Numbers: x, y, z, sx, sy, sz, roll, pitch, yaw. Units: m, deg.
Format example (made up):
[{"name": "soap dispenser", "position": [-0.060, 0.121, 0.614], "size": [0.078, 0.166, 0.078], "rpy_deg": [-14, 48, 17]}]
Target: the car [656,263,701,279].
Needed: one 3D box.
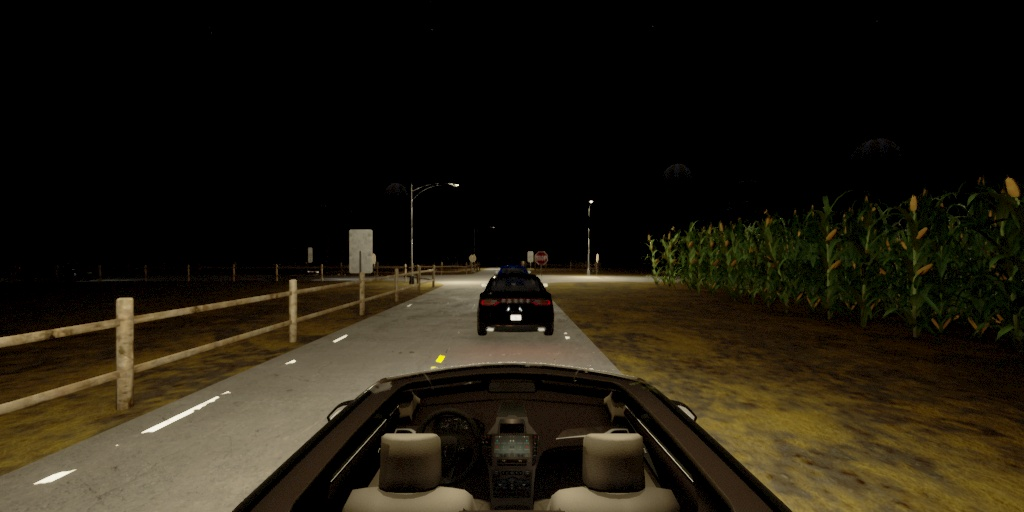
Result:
[{"name": "car", "position": [16.880, 1.441, 35.514], "size": [5.008, 1.535, 1.882], "rpy_deg": [0, 1, 0]}]

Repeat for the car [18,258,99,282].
[{"name": "car", "position": [-41.222, 1.212, 32.681], "size": [5.566, 2.045, 2.150], "rpy_deg": [0, 1, 0]}]

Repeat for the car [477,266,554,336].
[{"name": "car", "position": [0.079, 1.230, 10.482], "size": [1.882, 1.535, 5.008], "rpy_deg": [0, 0, 0]}]

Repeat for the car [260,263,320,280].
[{"name": "car", "position": [-20.092, 1.364, 32.630], "size": [4.902, 1.511, 2.128], "rpy_deg": [0, 1, 0]}]
